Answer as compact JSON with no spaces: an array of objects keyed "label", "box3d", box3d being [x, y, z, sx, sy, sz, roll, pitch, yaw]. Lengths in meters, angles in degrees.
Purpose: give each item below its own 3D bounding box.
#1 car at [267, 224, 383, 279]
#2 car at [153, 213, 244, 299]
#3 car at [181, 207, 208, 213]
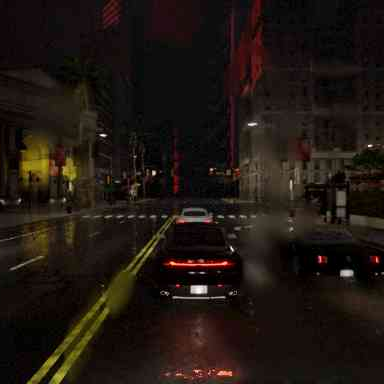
[{"label":"car","box3d":[3.617,1.601,9.968,1.895,1.301,4.718,0,0,0]},{"label":"car","box3d":[0.122,1.505,8.398,1.837,1.490,4.892,0,0,0]},{"label":"car","box3d":[0.122,1.525,17.498,1.812,1.442,4.674,0,0,0]}]
